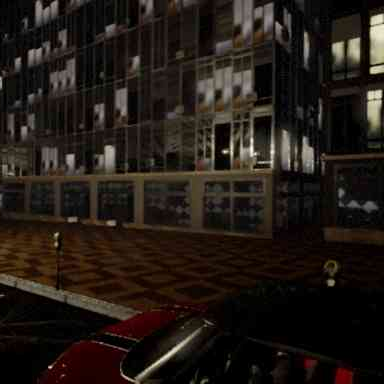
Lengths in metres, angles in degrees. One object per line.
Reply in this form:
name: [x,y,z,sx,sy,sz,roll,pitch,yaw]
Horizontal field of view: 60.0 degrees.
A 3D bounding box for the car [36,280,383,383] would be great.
car: [0.581,1.446,2.442,4.097,1.590,1.967,-1,1,35]
